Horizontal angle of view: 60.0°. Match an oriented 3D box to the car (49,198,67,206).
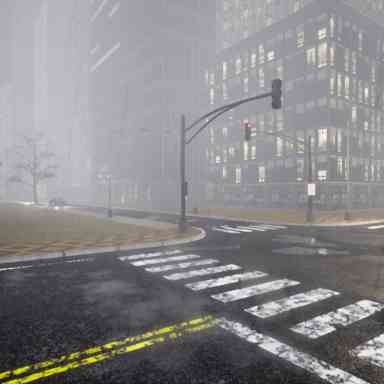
[{"bbox_3d":[-21.844,1.606,54.132,1.895,1.301,4.718,0,0,-35],"label":"car"}]
